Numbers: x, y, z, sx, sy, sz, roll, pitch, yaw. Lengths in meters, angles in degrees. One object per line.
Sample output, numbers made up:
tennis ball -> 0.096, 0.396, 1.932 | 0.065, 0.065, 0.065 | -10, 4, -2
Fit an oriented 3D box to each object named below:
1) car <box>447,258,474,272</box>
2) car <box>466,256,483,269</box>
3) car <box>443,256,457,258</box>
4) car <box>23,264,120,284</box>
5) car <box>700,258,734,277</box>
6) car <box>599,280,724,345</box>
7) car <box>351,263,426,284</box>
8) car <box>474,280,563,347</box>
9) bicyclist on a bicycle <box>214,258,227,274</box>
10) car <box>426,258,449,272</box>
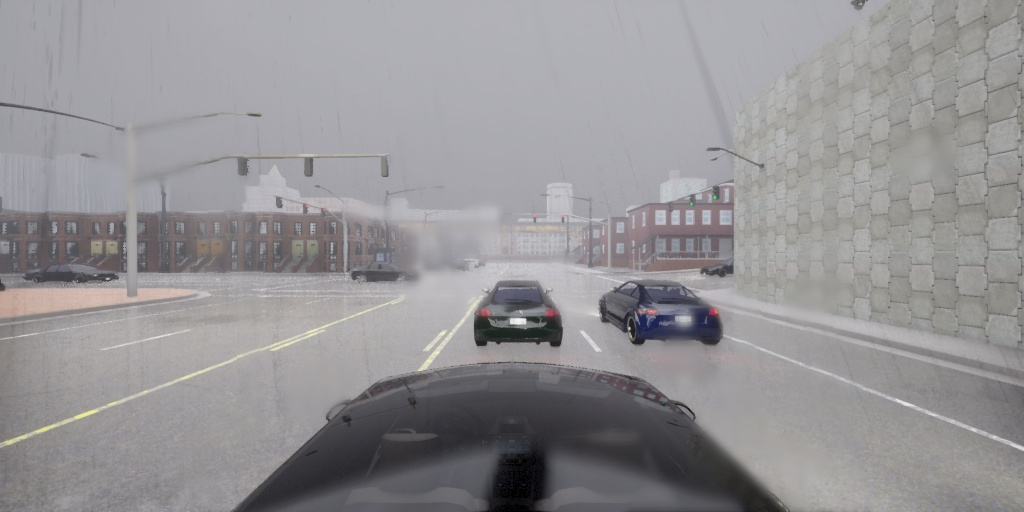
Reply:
car -> -6.541, 1.297, 46.215 | 2.033, 1.411, 5.357 | 0, 0, 1
car -> -6.405, 0.971, 56.933 | 2.150, 2.045, 5.566 | 0, 0, 1
car -> -9.904, 0.971, 56.803 | 2.150, 2.045, 5.566 | 0, 0, 1
car -> -32.395, 1.297, 26.405 | 5.357, 1.411, 2.033 | 0, 0, 1
car -> 18.542, 0.855, 29.637 | 5.357, 1.411, 2.033 | -5, 0, 1
car -> 3.670, 1.314, 9.546 | 1.994, 1.385, 4.181 | 0, 0, 1
car -> -9.159, 1.255, 26.192 | 4.892, 1.490, 1.837 | 0, 0, 1
car -> 0.166, 1.314, 9.388 | 1.994, 1.385, 4.181 | 0, 0, 1
bicyclist on a bicycle -> -30.380, 1.053, 37.372 | 0.582, 1.620, 1.656 | 0, 0, 1
car -> -10.036, 1.297, 46.488 | 2.033, 1.411, 5.357 | 0, 0, 1
